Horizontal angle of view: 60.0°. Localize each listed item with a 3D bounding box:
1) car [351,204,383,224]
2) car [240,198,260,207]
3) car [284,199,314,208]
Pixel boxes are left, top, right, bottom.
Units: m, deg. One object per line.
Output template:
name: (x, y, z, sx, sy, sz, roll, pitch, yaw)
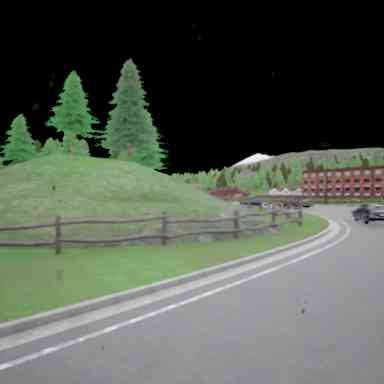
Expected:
car: (13.828, 1.664, 25.637, 2.033, 1.411, 5.357, 0, 0, 13)
car: (9.826, 1.715, 56.076, 1.812, 1.442, 4.674, 1, -1, -29)
car: (16.233, 1.742, 50.705, 2.033, 1.411, 5.357, 0, 0, -19)
